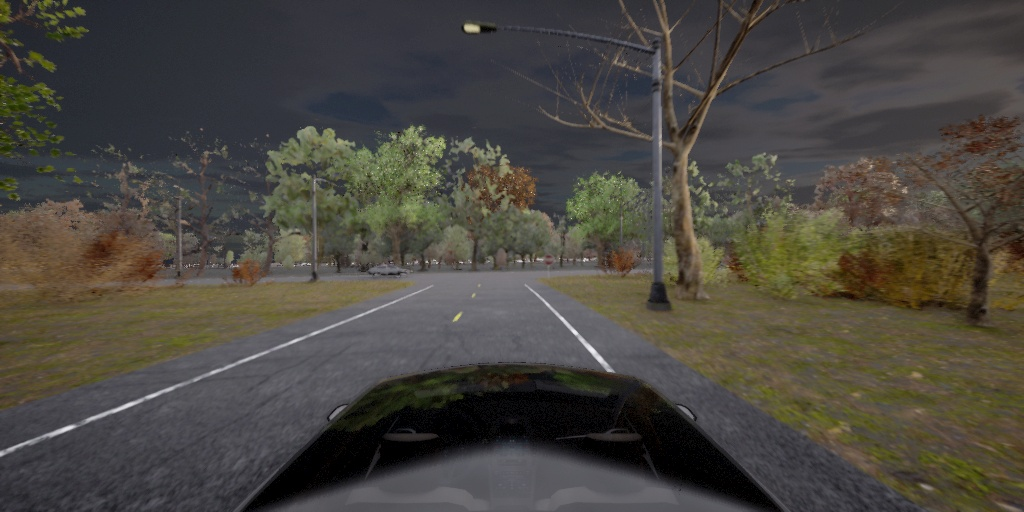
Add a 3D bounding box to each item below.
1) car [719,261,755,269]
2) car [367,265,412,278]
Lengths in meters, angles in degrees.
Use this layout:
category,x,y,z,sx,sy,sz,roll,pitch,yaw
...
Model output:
category,x,y,z,sx,sy,sz,roll,pitch,yaw
car,31.841,1.259,50.466,4.718,1.301,1.895,-1,0,-9
car,-14.149,1.742,41.666,4.902,1.511,2.128,-1,0,-12
